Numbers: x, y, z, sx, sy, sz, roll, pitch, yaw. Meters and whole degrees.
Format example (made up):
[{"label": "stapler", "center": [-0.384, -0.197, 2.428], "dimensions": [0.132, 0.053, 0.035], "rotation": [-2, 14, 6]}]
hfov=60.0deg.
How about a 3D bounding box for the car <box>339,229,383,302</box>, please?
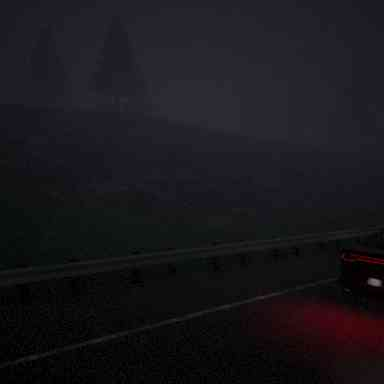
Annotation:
[{"label": "car", "center": [5.297, 1.439, 7.283], "dimensions": [5.008, 1.535, 1.882], "rotation": [0, 0, -34]}]
